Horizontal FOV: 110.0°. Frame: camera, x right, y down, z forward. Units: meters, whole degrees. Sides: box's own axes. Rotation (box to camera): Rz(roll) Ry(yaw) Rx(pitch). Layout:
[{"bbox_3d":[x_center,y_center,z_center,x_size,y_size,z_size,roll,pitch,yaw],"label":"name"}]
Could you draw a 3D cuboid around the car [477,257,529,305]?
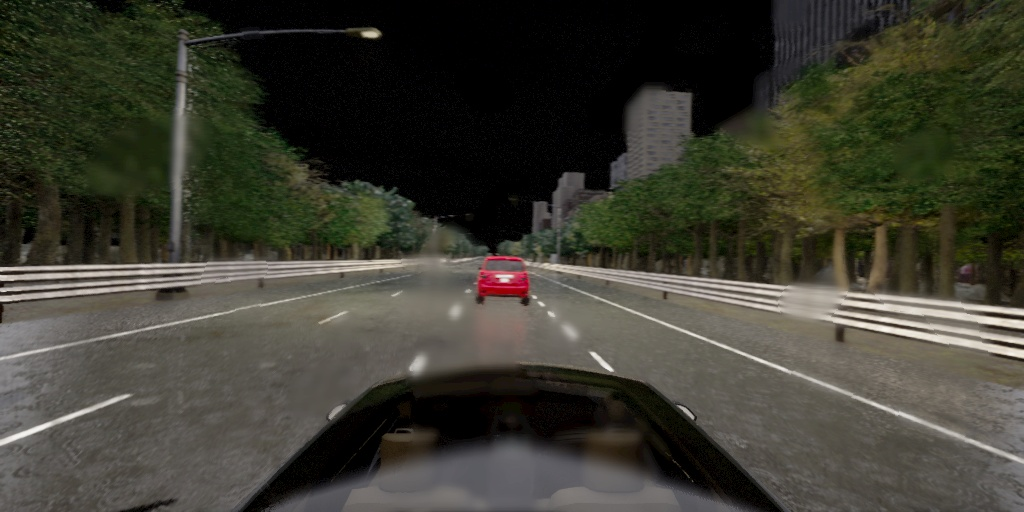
[{"bbox_3d":[-0.437,1.070,16.852,2.150,2.045,5.566,2,0,-3],"label":"car"}]
